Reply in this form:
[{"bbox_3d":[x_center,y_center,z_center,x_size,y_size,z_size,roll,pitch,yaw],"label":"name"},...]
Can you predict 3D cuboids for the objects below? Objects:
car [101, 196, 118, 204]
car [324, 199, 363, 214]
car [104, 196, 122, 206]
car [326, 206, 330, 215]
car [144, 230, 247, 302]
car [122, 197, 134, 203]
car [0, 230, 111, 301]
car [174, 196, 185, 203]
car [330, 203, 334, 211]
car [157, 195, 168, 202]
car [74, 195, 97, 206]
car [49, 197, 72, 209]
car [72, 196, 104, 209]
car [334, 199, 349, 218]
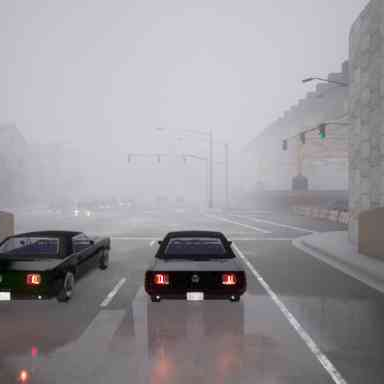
[{"bbox_3d":[-16.695,1.547,67.423,2.033,1.411,5.357,0,0,1],"label":"car"},{"bbox_3d":[14.086,1.295,30.799,4.536,1.218,1.853,0,0,-45],"label":"car"},{"bbox_3d":[-13.606,1.547,54.582,2.033,1.411,5.357,0,0,2],"label":"car"},{"bbox_3d":[14.050,1.453,30.763,4.974,1.542,2.038,0,0,-45],"label":"car"},{"bbox_3d":[0.077,1.601,8.238,1.895,1.301,4.718,0,0,0],"label":"car"},{"bbox_3d":[-13.178,1.599,68.080,1.895,1.301,4.718,0,0,1],"label":"car"},{"bbox_3d":[-3.423,1.601,8.247,1.895,1.301,4.718,0,0,0],"label":"car"},{"bbox_3d":[-2.643,1.564,69.309,1.994,1.385,4.181,0,0,1],"label":"car"},{"bbox_3d":[13.943,1.453,26.156,2.038,1.542,4.974,0,0,-35],"label":"car"},{"bbox_3d":[-6.142,1.367,69.397,1.994,1.385,4.181,0,0,1],"label":"car"},{"bbox_3d":[-17.131,1.353,53.706,2.097,1.767,4.553,0,0,2],"label":"car"},{"bbox_3d":[-17.370,1.491,44.504,2.128,1.511,4.902,0,0,2],"label":"car"},{"bbox_3d":[-13.864,1.478,44.707,1.882,1.535,5.008,0,0,2],"label":"car"},{"bbox_3d":[13.973,1.295,26.113,1.853,1.218,4.536,0,0,-35],"label":"car"}]
